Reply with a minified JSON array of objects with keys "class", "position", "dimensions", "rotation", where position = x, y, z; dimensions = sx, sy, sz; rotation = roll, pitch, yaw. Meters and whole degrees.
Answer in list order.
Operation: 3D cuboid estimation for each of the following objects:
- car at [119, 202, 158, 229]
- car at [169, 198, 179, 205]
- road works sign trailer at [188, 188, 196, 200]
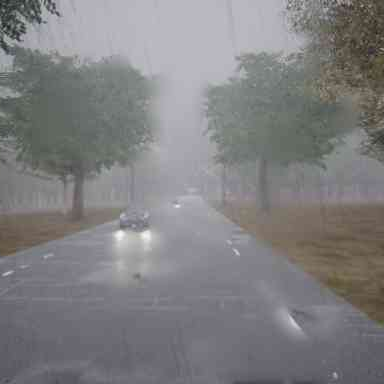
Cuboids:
[{"class":"car","position":[-3.591,1.517,22.864],"dimensions":[2.097,1.767,4.553],"rotation":[0,0,0]},{"class":"car","position":[-3.498,1.798,64.852],"dimensions":[1.895,1.301,4.718],"rotation":[0,0,0]},{"class":"road works sign trailer","position":[0.008,0.528,94.284],"dimensions":[2.380,3.560,2.880],"rotation":[0,0,0]}]
